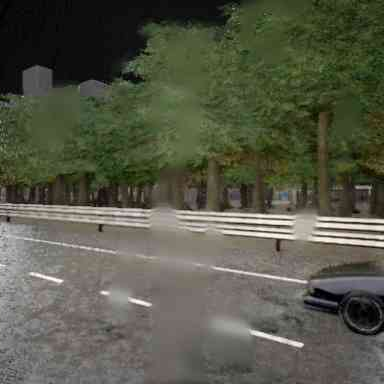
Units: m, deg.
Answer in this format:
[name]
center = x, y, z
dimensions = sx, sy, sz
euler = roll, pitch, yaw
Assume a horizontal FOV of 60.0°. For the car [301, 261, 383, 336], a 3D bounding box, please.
[car]
center = 4.527, 1.549, 4.939
dimensions = 5.357, 1.411, 2.033
euler = 0, 0, 35
